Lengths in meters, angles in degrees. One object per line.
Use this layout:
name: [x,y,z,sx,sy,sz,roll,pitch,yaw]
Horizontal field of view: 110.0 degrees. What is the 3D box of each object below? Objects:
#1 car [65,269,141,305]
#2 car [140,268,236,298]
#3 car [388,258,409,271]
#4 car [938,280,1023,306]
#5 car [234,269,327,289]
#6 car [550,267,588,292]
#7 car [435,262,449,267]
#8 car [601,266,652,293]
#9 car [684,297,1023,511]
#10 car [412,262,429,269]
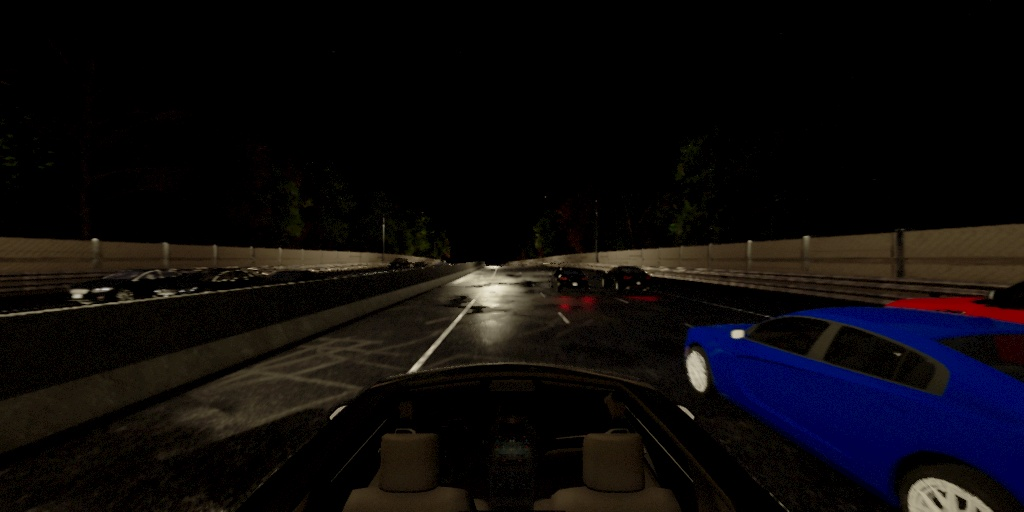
car: [-17.652,1.352,16.994,2.128,1.511,4.902,1,0,0]
car: [-14.160,1.380,17.082,1.837,1.490,4.892,0,0,0]
car: [-18.402,1.401,58.555,2.150,2.045,5.566,0,0,-1]
car: [7.095,0.977,3.632,2.150,2.045,5.566,0,0,0]
car: [-10.661,1.399,17.358,1.812,1.442,4.674,0,0,0]
car: [3.499,1.419,22.307,1.812,1.442,4.674,0,0,0]
car: [-11.402,1.713,58.839,2.033,1.411,5.357,0,0,-1]
car: [6.986,1.367,22.339,1.882,1.535,5.008,0,0,-1]
car: [3.594,1.236,3.566,1.882,1.535,5.008,0,0,0]
car: [-14.906,1.663,58.715,1.837,1.490,4.892,0,0,-1]
